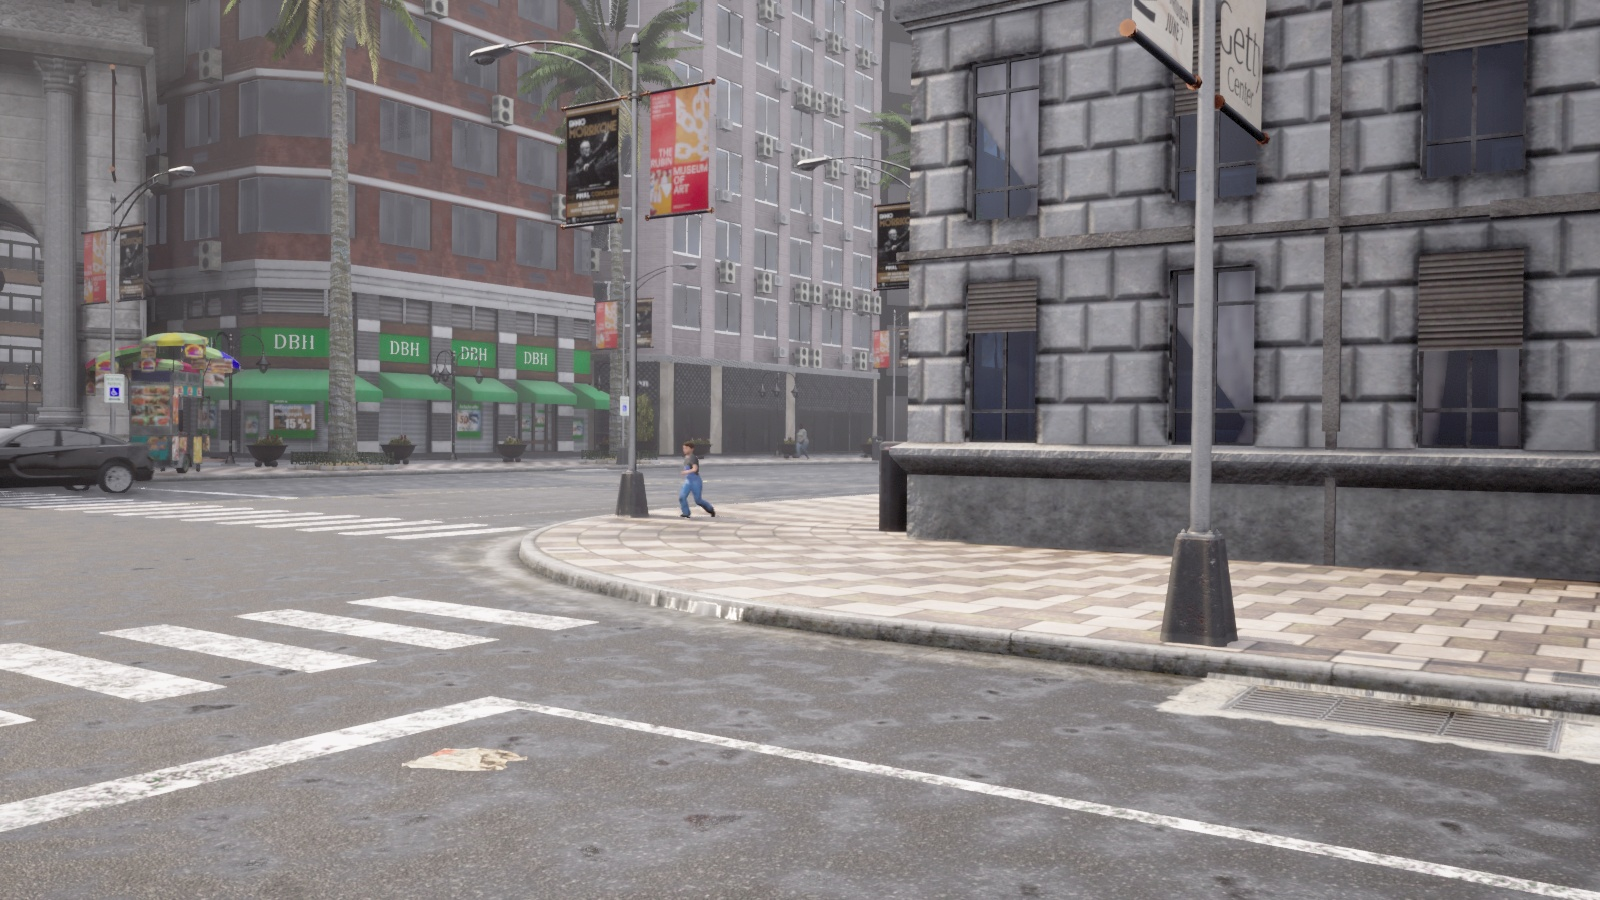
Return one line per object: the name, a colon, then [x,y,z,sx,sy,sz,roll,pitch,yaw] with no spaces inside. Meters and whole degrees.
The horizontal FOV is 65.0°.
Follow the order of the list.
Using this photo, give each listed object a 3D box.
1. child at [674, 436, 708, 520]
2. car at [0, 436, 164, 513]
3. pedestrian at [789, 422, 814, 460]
child: [-1.661,0.422,19.152,0.270,1.263,0.437,0,1,43]
car: [-16.570,0.493,26.821,1.882,1.535,5.008,0,1,34]
pedestrian: [0.079,-0.464,62.331,0.874,1.855,0.900,0,1,45]
